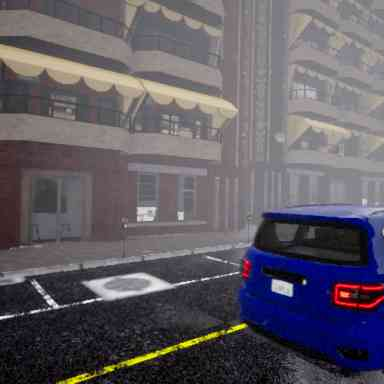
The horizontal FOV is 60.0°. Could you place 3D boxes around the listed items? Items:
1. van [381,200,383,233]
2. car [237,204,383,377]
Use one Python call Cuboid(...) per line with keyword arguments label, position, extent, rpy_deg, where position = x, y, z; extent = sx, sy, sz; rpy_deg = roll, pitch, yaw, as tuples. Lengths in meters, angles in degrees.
Cuboid(label="van", position=(12.475, 1.359, 18.679), extent=(3.998, 1.788, 1.690), rpy_deg=(0, 1, -35))
Cuboid(label="car", position=(3.243, 1.224, 5.471), extent=(5.566, 2.045, 2.150), rpy_deg=(0, 0, -35))
